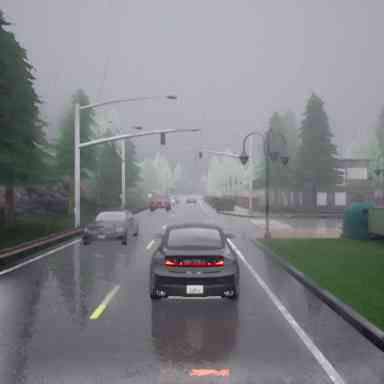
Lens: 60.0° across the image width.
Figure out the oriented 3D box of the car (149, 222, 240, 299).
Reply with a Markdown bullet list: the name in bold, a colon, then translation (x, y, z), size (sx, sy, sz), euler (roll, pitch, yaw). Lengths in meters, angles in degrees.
- **car**: translation (0.056, 1.510, 8.417), size (1.837, 1.490, 4.892), euler (0, 0, 0)

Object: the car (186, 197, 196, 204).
- **car**: translation (-0.135, 1.601, 66.625), size (1.994, 1.385, 4.181), euler (0, 0, 0)

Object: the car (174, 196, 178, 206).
- **car**: translation (-3.706, 1.557, 53.931), size (1.812, 1.442, 4.674), euler (0, 1, -1)

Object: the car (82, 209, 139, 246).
- **car**: translation (-3.616, 1.534, 15.567), size (1.812, 1.442, 4.674), euler (0, 0, 0)

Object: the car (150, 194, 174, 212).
- **car**: translation (-3.681, 1.245, 39.973), size (2.150, 2.045, 5.566), euler (0, 0, 0)
